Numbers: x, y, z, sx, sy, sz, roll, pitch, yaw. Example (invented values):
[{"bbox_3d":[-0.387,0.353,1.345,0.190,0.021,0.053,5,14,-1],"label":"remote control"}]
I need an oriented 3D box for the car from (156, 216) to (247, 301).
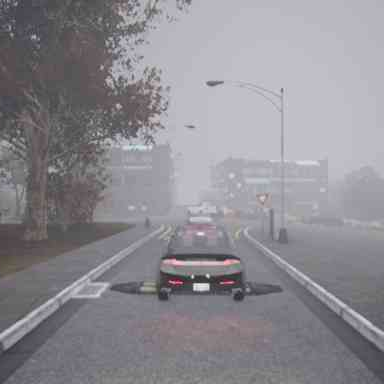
[{"bbox_3d":[0.210,1.585,8.539,2.128,1.511,4.902,0,-1,1],"label":"car"}]

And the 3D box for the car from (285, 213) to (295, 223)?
[{"bbox_3d":[12.961,3.698,49.253,1.946,1.575,5.366,7,-4,-31],"label":"car"}]

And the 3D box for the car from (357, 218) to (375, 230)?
[{"bbox_3d":[24.877,4.892,51.306,2.002,1.452,4.674,7,-4,-30],"label":"car"}]

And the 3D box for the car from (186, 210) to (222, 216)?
[{"bbox_3d":[0.449,1.885,17.983,1.812,1.442,4.674,0,-2,2],"label":"car"}]

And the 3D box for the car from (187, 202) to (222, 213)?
[{"bbox_3d":[1.311,2.454,46.749,2.435,2.045,5.566,1,-2,-31],"label":"car"}]

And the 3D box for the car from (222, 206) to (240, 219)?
[{"bbox_3d":[4.182,2.746,47.377,2.185,1.767,4.553,4,-3,-32],"label":"car"}]

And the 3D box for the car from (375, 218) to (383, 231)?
[{"bbox_3d":[27.749,5.137,52.000,1.946,1.575,5.366,7,-4,-30],"label":"car"}]

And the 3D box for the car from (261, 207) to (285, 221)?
[{"bbox_3d":[10.138,3.162,48.515,2.435,2.045,5.566,7,-4,-31],"label":"car"}]

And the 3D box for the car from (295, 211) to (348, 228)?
[{"bbox_3d":[17.369,3.621,44.583,5.566,2.045,2.150,6,-3,-11],"label":"car"}]

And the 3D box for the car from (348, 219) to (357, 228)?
[{"bbox_3d":[21.913,4.603,50.753,2.002,1.452,4.674,7,-4,-30],"label":"car"}]

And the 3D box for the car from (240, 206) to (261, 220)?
[{"bbox_3d":[7.148,2.995,47.917,2.185,1.767,4.553,6,-4,-31],"label":"car"}]

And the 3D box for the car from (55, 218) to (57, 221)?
[{"bbox_3d":[-14.795,2.888,39.104,4.674,1.442,1.812,-3,-2,20],"label":"car"}]
